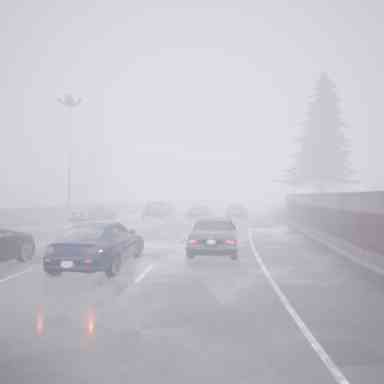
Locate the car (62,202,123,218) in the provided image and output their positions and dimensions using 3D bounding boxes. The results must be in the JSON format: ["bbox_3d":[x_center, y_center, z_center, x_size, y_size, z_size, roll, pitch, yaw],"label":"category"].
[{"bbox_3d":[-7.704,1.761,26.399,2.033,1.411,5.357,0,-1,11],"label":"car"}]

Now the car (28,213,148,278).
[{"bbox_3d":[-2.856,1.611,10.392,1.812,1.442,4.674,0,-1,5],"label":"car"}]

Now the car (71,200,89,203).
[{"bbox_3d":[-17.592,2.009,55.717,1.994,1.385,4.181,0,-1,21],"label":"car"}]

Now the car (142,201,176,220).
[{"bbox_3d":[-3.012,1.627,31.286,2.097,1.767,4.553,0,-1,13],"label":"car"}]

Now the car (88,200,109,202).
[{"bbox_3d":[-14.309,2.048,54.636,1.895,1.301,4.718,0,-1,21],"label":"car"}]

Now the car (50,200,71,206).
[{"bbox_3d":[-21.383,2.032,55.633,1.895,1.301,4.718,0,-1,20],"label":"car"}]

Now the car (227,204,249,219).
[{"bbox_3d":[4.405,1.874,32.147,1.994,1.385,4.181,0,-1,14],"label":"car"}]

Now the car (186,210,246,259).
[{"bbox_3d":[0.876,1.671,13.146,2.033,1.411,5.357,0,-1,6],"label":"car"}]

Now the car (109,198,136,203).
[{"bbox_3d":[-10.787,1.806,53.930,2.097,1.767,4.553,0,-1,21],"label":"car"}]

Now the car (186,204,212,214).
[{"bbox_3d":[0.788,1.861,32.120,1.994,1.385,4.181,0,-1,14],"label":"car"}]

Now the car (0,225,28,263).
[{"bbox_3d":[-6.427,1.557,9.556,2.128,1.511,4.902,0,-1,4],"label":"car"}]
